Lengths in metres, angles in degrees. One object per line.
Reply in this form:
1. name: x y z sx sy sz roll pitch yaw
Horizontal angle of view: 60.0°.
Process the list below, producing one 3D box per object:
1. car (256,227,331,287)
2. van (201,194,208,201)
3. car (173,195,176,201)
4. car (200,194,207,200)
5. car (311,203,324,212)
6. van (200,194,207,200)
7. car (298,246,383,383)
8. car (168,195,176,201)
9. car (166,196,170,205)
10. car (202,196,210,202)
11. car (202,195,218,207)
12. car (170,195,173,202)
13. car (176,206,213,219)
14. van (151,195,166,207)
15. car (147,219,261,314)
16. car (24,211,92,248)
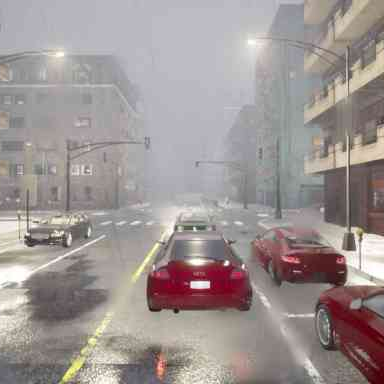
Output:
1. car: 2.680 1.584 9.001 1.802 1.307 4.206 1 0 0
2. van: 3.208 1.349 86.721 1.690 1.788 3.998 1 0 0
3. car: -5.264 1.575 75.471 1.947 1.339 4.313 1 0 0
4. car: 3.072 1.558 69.711 2.008 1.369 4.403 1 0 0
5. car: 15.599 1.518 36.878 4.507 1.381 1.887 0 -1 1
6. van: 3.252 1.350 92.391 1.690 1.788 3.998 1 0 0
7. car: 2.672 1.583 3.330 1.802 1.307 4.206 1 0 0
8. car: -5.175 1.554 86.811 1.887 1.381 4.507 1 0 0
9. car: -5.396 1.574 58.459 1.947 1.339 4.313 1 0 0
10. car: 3.116 1.590 75.381 1.802 1.307 4.206 1 0 0
11. car: 3.035 1.558 51.123 2.008 1.369 4.403 1 0 0
12. car: -5.350 1.448 64.129 1.967 1.590 4.097 1 0 0
13. car: 0.125 1.604 16.544 1.895 1.301 4.718 0 0 0
14. van: -5.512 1.349 52.796 1.690 1.788 3.998 1 0 0
15. car: 0.117 1.566 7.726 1.994 1.385 4.181 0 0 -1
16. car: -5.749 1.554 14.751 2.008 1.369 4.403 1 0 0
